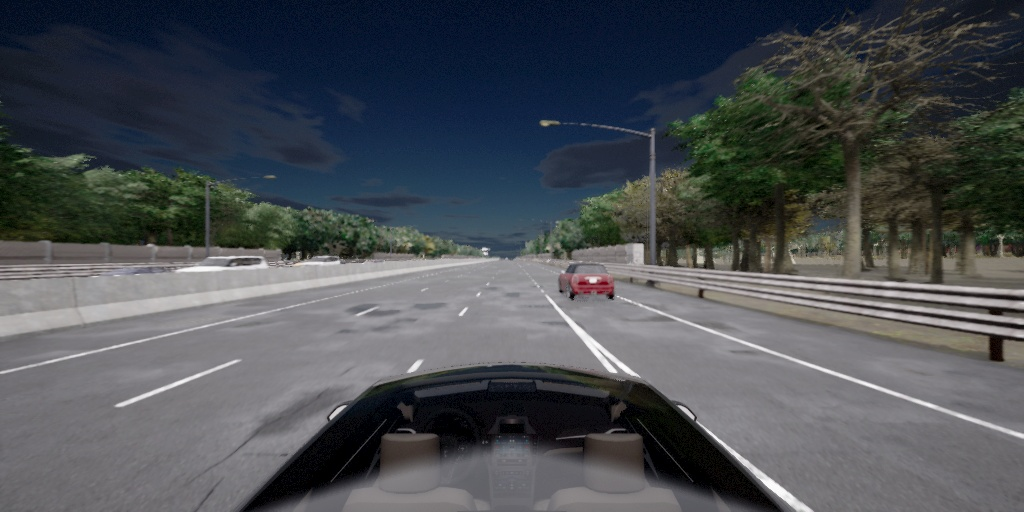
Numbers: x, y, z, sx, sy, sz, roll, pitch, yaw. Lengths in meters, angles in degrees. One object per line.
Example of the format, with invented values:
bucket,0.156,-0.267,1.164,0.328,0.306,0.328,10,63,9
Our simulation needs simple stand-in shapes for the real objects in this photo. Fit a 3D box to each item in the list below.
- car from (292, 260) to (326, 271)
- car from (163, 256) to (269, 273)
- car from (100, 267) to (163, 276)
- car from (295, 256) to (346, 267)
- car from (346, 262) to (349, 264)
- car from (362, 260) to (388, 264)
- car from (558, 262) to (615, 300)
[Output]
car,-28.033,1.278,49.762,1.882,1.535,5.008,0,0,1
car,-17.587,0.992,22.102,2.150,2.045,5.566,0,0,0
car,-21.091,1.317,20.155,2.033,1.411,5.357,0,0,0
car,-21.046,1.012,39.756,2.150,2.045,5.566,0,0,1
car,-24.530,1.293,50.110,2.128,1.511,4.902,0,0,1
car,-17.517,1.318,44.617,1.812,1.442,4.674,0,0,0
car,3.585,1.115,18.046,2.097,1.767,4.553,0,0,-1
